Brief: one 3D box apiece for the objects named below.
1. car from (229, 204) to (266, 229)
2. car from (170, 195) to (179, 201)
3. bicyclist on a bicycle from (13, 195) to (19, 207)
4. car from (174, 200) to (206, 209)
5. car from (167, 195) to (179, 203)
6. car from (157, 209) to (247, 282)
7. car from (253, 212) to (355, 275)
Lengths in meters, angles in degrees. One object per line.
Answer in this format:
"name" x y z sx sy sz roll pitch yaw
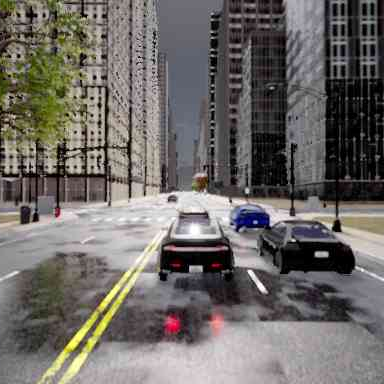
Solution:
"car" 3.353 1.447 20.062 1.882 1.535 5.008 0 0 0
"car" -4.228 1.363 81.775 2.033 1.411 5.357 0 0 -1
"bicyclist on a bicycle" -25.151 1.323 47.496 0.582 1.620 1.656 0 0 2
"car" 0.102 1.462 19.546 2.128 1.511 4.902 0 0 0
"car" -3.980 1.343 66.451 1.882 1.535 5.008 0 0 -1
"car" 0.100 1.477 9.722 2.128 1.511 4.902 0 0 0
"car" 3.336 1.548 10.428 1.994 1.385 4.181 0 0 2
